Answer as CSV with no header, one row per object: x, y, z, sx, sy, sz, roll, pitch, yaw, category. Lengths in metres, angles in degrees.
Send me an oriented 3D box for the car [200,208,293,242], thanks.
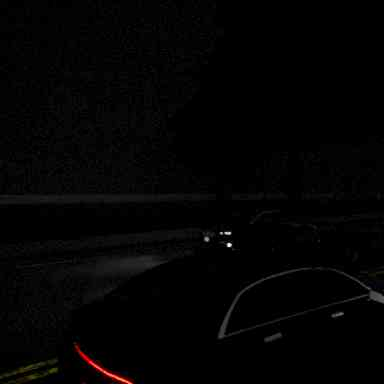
2.529,1.430,13.470,4.902,1.511,2.128,0,0,-35,car

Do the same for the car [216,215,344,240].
3.211,1.548,9.965,4.718,1.301,1.895,0,0,-35,car

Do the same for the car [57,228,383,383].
0.965,1.485,4.130,4.892,1.490,1.837,0,0,-35,car
